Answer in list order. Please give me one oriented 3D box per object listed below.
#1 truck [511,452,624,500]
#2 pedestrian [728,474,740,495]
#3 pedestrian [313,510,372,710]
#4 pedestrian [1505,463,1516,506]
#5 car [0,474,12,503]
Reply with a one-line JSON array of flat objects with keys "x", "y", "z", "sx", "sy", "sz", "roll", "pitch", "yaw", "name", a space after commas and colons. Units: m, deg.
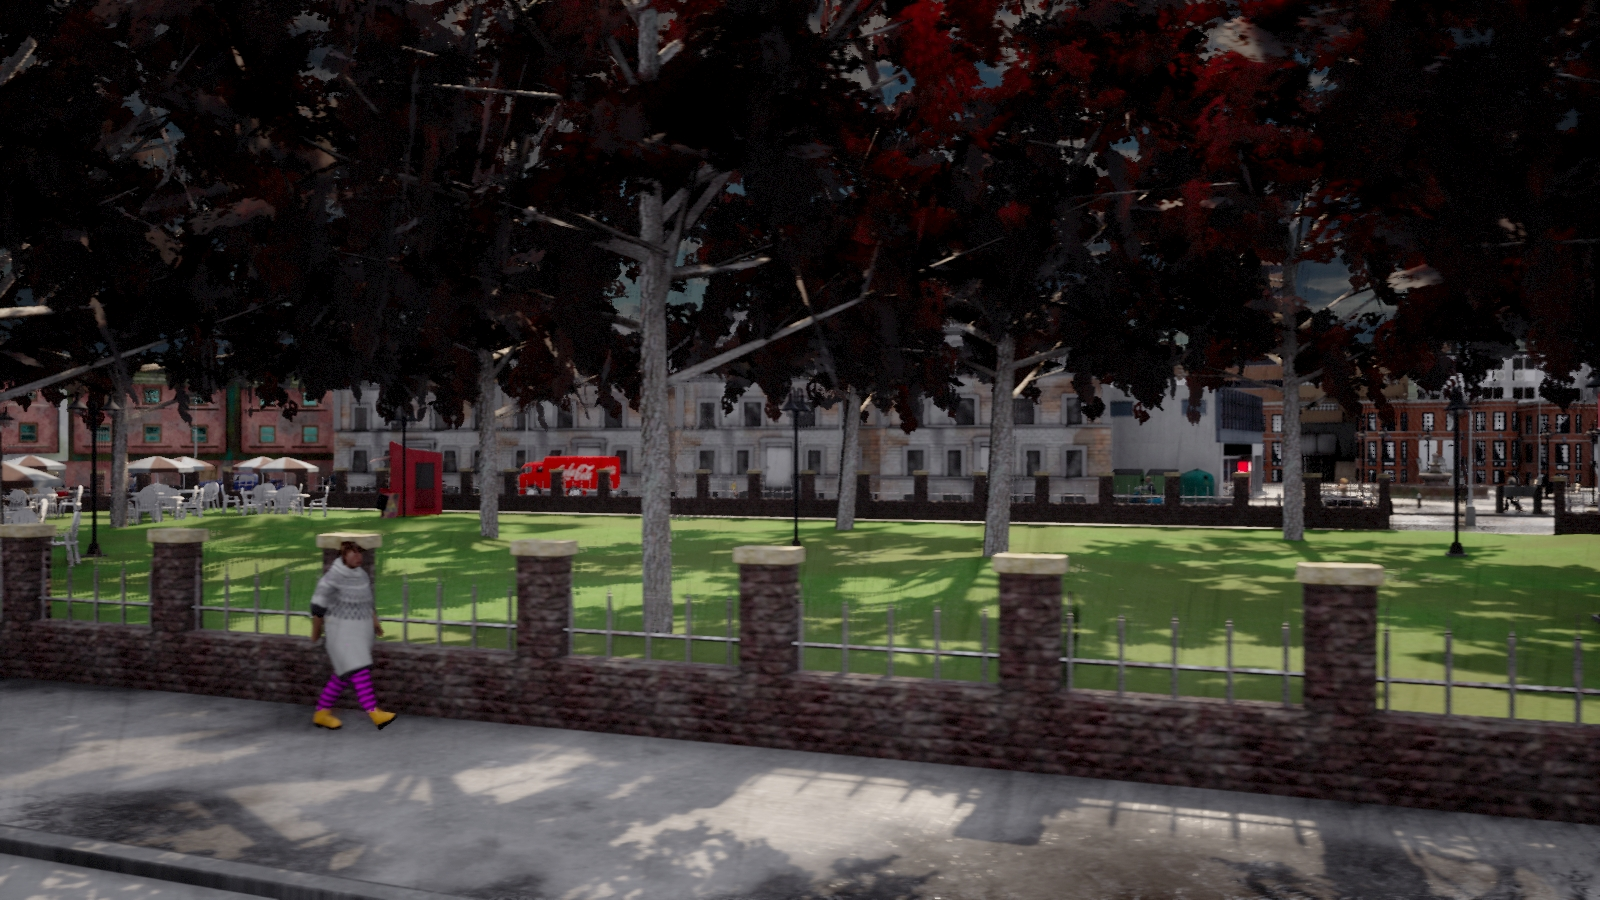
[{"x": -12.291, "y": 1.347, "z": 60.466, "sx": 5.204, "sy": 2.467, "sz": 2.627, "roll": 0, "pitch": 0, "yaw": 20, "name": "truck"}, {"x": -3.647, "y": 1.905, "z": 62.954, "sx": 0.500, "sy": 1.100, "sz": 0.500, "roll": 0, "pitch": 0, "yaw": 24, "name": "pedestrian"}, {"x": -4.403, "y": 1.523, "z": 11.008, "sx": 0.375, "sy": 1.860, "sz": 0.375, "roll": 0, "pitch": 0, "yaw": 21, "name": "pedestrian"}, {"x": 31.092, "y": 1.522, "z": 50.004, "sx": 0.375, "sy": 1.860, "sz": 0.375, "roll": 0, "pitch": 0, "yaw": 27, "name": "pedestrian"}, {"x": -41.129, "y": 1.890, "z": 54.721, "sx": 2.033, "sy": 1.411, "sz": 5.357, "roll": 0, "pitch": 0, "yaw": 20, "name": "car"}]
